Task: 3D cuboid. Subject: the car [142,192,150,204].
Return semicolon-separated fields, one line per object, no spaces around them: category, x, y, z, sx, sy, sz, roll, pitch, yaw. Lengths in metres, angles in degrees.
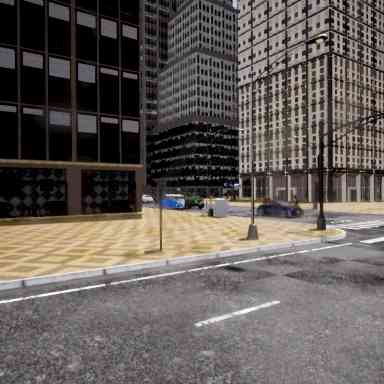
car;-8.568;1.254;58.986;1.812;1.442;4.674;-1;1;-34

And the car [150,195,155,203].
car;-4.746;1.036;57.956;2.192;1.841;5.009;0;0;-34

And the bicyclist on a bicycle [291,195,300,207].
bicyclist on a bicycle;11.983;1.119;38.402;1.656;1.620;0.582;-1;1;-34

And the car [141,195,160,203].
car;-7.843;1.239;62.551;1.887;1.381;4.507;0;0;-34

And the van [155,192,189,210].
van;-2.405;1.211;39.494;1.690;1.788;3.998;0;0;-34

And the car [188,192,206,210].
car;-0.600;1.067;41.443;2.150;2.045;5.566;-1;1;-34

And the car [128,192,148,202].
car;-10.940;0.983;67.143;2.192;1.841;5.009;0;0;-34

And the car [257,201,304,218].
car;7.679;1.479;29.165;1.994;1.385;4.181;-1;1;-34
